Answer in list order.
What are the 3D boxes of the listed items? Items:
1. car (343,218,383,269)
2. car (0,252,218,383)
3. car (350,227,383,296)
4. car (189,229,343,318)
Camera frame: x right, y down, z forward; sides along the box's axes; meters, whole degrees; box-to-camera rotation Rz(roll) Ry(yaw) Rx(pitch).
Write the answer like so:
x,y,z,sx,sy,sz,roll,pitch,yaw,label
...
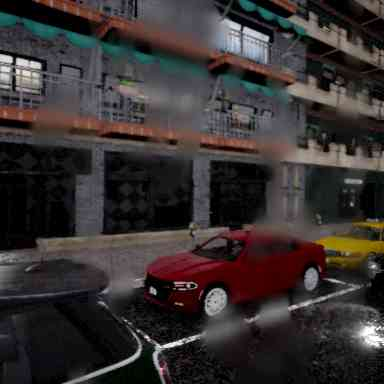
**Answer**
x,y,z,sx,sy,sz,roll,pitch,yaw,label
5.600,1.549,10.536,4.829,1.417,1.752,0,0,-35,car
-2.310,1.348,1.735,4.553,1.767,2.097,0,0,-35,car
5.657,1.584,7.396,4.181,1.385,1.994,0,0,-35,car
1.127,1.555,7.350,4.507,1.381,1.887,0,0,-35,car
